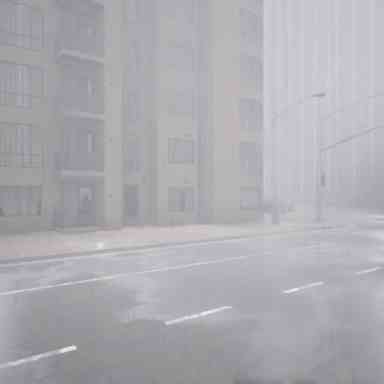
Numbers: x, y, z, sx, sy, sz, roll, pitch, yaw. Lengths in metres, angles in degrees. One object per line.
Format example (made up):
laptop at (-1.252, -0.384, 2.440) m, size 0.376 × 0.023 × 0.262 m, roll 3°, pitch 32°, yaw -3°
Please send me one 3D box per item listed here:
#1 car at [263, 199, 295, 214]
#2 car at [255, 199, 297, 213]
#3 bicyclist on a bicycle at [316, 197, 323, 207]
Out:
car at (8.079, 1.517, 35.090) m, size 2.128 × 1.511 × 4.902 m, roll 0°, pitch 0°, yaw -34°
car at (9.756, 1.555, 38.867) m, size 1.812 × 1.442 × 4.674 m, roll 0°, pitch 0°, yaw -35°
bicyclist on a bicycle at (18.303, 1.342, 47.553) m, size 1.656 × 1.620 × 0.582 m, roll 0°, pitch 0°, yaw -34°
